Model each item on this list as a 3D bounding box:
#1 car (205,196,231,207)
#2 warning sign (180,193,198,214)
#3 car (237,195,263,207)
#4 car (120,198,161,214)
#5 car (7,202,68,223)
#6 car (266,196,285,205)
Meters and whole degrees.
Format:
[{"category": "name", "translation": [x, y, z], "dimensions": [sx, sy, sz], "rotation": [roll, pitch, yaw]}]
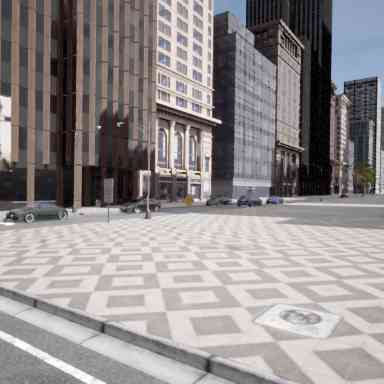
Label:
[{"category": "car", "translation": [3.705, 1.308, 46.320], "dimensions": [1.837, 1.490, 4.892], "rotation": [1, 1, 36]}, {"category": "warning sign", "translation": [-0.266, 1.076, 30.688], "dimensions": [1.300, 1.860, 1.060], "rotation": [1, 1, 35]}, {"category": "car", "translation": [8.341, 1.192, 47.469], "dimensions": [2.097, 1.767, 4.553], "rotation": [1, 1, 36]}, {"category": "car", "translation": [-5.163, 1.369, 33.839], "dimensions": [1.837, 1.490, 4.892], "rotation": [1, 1, 35]}, {"category": "car", "translation": [-11.471, 1.470, 24.932], "dimensions": [1.994, 1.385, 4.181], "rotation": [1, 1, 35]}, {"category": "car", "translation": [13.942, 1.361, 55.475], "dimensions": [1.994, 1.385, 4.181], "rotation": [1, 1, 35]}]
